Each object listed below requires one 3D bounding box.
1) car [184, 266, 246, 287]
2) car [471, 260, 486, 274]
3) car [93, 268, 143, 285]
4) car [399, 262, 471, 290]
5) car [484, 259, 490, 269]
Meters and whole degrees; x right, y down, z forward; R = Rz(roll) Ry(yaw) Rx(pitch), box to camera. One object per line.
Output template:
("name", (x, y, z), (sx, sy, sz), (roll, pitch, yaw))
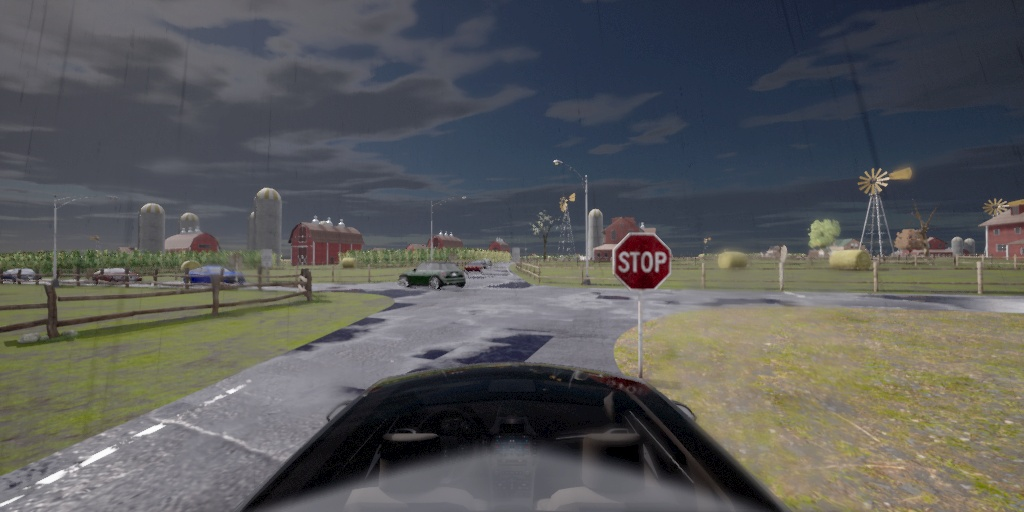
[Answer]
("car", (-22.436, 1.535, 27.087), (5.008, 1.535, 1.882), (-1, -1, 21))
("car", (-4.361, 1.375, 41.844), (1.895, 1.301, 4.718), (0, 0, -3))
("car", (-35.306, 1.796, 32.059), (4.674, 1.442, 1.812), (-1, -1, 21))
("car", (-5.157, 1.167, 22.794), (4.553, 1.767, 2.097), (-1, -1, 38))
("car", (-4.939, 1.344, 56.107), (2.033, 1.411, 5.357), (0, 0, -1))
